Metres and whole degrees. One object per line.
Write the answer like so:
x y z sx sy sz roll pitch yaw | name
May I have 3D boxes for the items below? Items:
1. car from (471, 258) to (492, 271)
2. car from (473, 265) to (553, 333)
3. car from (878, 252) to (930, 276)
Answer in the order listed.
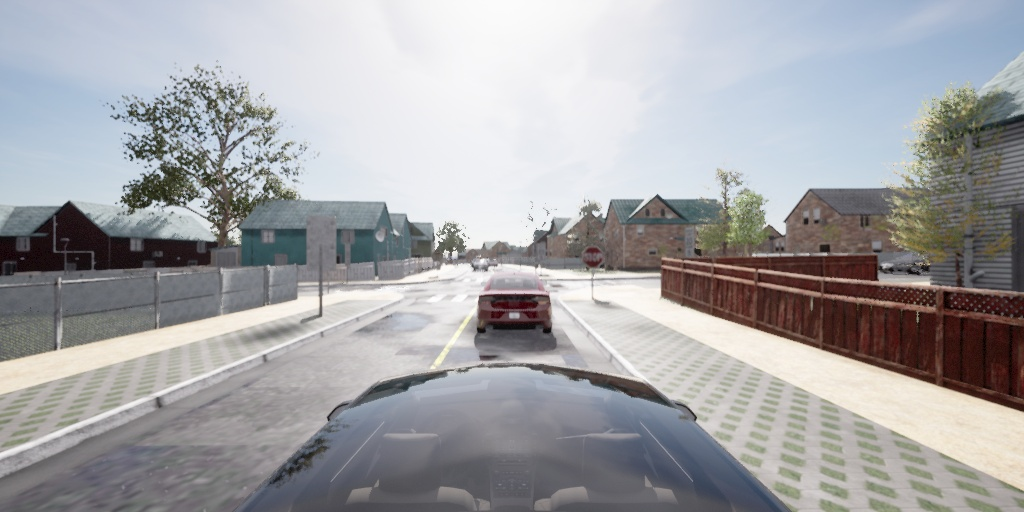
-3.954 1.191 45.218 2.128 1.511 4.902 0 0 -5 | car
0.064 1.192 10.602 1.882 1.535 5.008 0 0 0 | car
27.245 0.474 23.765 4.902 1.511 2.128 -1 0 0 | car
